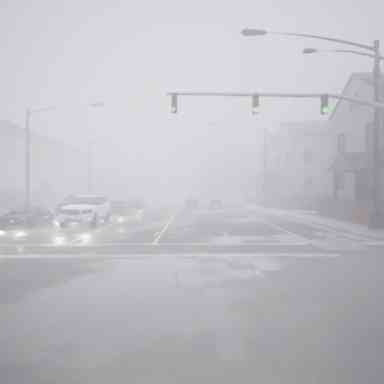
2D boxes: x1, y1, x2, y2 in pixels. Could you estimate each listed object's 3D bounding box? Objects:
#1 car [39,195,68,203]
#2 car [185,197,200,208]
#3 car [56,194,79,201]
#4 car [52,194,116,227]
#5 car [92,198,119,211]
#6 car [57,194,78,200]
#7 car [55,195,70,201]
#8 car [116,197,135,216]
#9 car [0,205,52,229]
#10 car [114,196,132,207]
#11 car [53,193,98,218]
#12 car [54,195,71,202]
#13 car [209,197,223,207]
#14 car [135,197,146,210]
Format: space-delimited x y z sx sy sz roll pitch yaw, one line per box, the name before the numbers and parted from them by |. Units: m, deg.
car | -28.164 1.363 67.672 2.038 1.542 4.974 0 0 44
car | 0.010 1.397 47.358 2.128 1.511 4.902 0 0 0
car | -28.964 1.344 77.647 2.038 1.542 4.974 0 0 29
car | -7.100 1.187 22.595 2.150 2.045 5.566 0 0 0
car | -10.594 1.482 41.069 2.033 1.411 5.357 0 0 0
car | -28.989 1.187 77.601 1.853 1.218 4.536 0 0 29
car | -28.206 1.196 72.322 1.853 1.218 4.536 0 0 -36
car | -7.098 1.451 32.148 1.837 1.490 4.892 0 0 0
car | -10.599 1.537 21.564 1.994 1.385 4.181 0 0 0
car | -10.541 1.440 51.150 1.812 1.442 4.674 0 0 1
car | -10.599 1.176 30.822 2.150 2.045 5.566 0 0 0
car | -28.175 1.354 72.281 2.038 1.542 4.974 0 0 -36
car | 3.602 1.419 50.149 1.812 1.442 4.674 0 0 0
car | -7.086 1.403 42.536 1.882 1.535 5.008 0 0 0
